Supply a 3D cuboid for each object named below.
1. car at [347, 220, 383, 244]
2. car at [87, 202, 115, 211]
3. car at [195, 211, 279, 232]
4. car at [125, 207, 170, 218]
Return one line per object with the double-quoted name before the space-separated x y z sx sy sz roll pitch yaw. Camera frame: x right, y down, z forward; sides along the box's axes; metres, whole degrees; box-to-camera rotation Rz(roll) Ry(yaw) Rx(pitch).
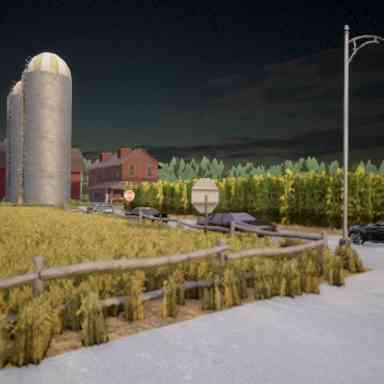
"car" 9.238 1.751 14.672 1.812 1.442 4.674 1 -2 -36
"car" -9.691 1.828 35.358 2.128 1.511 4.902 1 -1 -35
"car" 2.324 1.808 18.618 2.033 1.411 5.357 1 -1 -36
"car" -3.640 1.920 26.895 1.895 1.301 4.718 1 -1 -36
